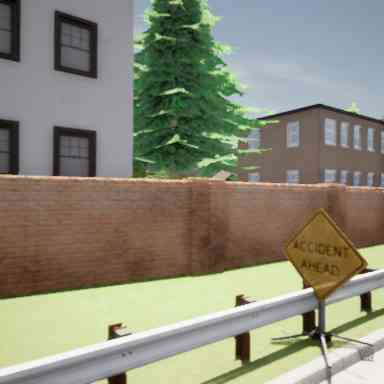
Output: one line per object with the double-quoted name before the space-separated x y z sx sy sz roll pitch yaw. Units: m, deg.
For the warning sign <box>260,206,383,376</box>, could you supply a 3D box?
"warning sign" 1.793 1.153 4.593 1.060 1.860 1.300 1 0 -35
